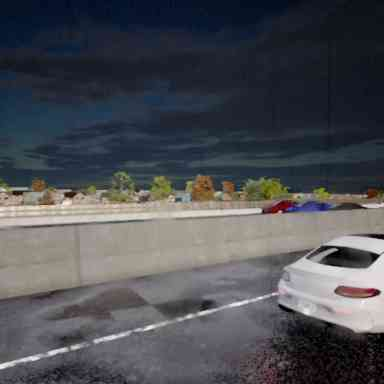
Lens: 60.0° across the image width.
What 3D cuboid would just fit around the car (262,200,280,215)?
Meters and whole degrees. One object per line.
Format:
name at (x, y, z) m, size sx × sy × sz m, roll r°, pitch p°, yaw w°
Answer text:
car at (8.759, 1.483, 31.452) m, size 5.008 × 1.535 × 1.882 m, roll 0°, pitch 0°, yaw -34°

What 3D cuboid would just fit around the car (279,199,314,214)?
car at (10.003, 1.483, 28.059) m, size 5.008 × 1.535 × 1.882 m, roll 0°, pitch 0°, yaw -34°

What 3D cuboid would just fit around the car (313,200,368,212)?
car at (11.439, 1.531, 24.796) m, size 4.674 × 1.442 × 1.812 m, roll 0°, pitch 0°, yaw -35°

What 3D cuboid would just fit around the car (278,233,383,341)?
car at (3.593, 1.524, 6.279) m, size 4.674 × 1.442 × 1.812 m, roll 0°, pitch 0°, yaw -35°
